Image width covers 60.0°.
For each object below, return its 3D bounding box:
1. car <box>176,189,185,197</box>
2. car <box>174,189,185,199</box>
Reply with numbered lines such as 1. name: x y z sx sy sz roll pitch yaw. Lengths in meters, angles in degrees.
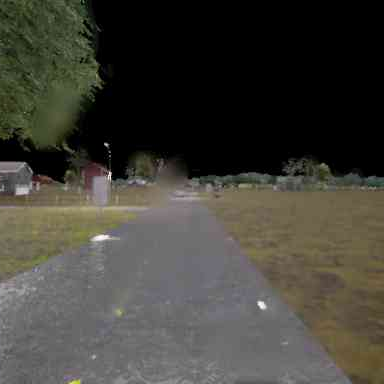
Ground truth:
1. car: -2.836 0.193 81.127 2.097 1.767 4.553 0 1 0
2. car: -2.808 0.558 69.733 1.882 1.535 5.008 0 1 0
